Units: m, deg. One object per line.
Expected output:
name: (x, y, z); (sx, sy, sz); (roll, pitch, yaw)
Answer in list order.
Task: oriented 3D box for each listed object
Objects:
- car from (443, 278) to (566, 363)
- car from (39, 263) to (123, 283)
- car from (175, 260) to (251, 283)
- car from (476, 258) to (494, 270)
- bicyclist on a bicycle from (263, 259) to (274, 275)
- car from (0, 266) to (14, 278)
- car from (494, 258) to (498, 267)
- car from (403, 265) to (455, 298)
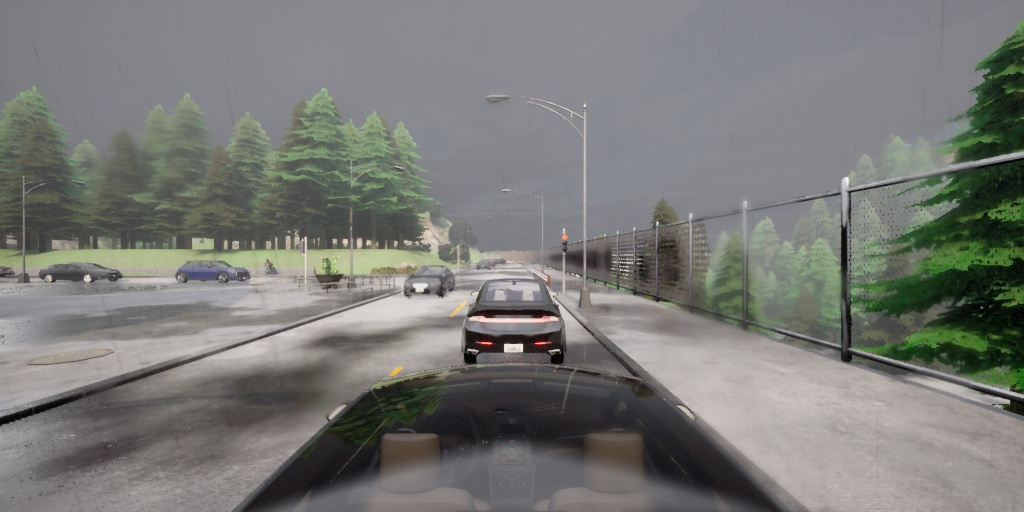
car: (0.048, 1.241, 8.081); (2.128, 1.511, 4.902); (0, 0, 1)
car: (-32.583, 1.255, 27.177); (4.892, 1.490, 1.837); (0, 0, 0)
car: (-22.527, 1.102, 27.167); (4.553, 1.767, 2.097); (0, 0, 0)
car: (-4.084, 1.255, 52.501); (1.837, 1.490, 4.892); (0, 0, 0)
bicyclist on a bicycle: (-24.148, 1.099, 35.566); (0.582, 1.620, 1.656); (0, 0, 0)
car: (-47.281, 1.297, 31.387); (5.357, 1.411, 2.033); (0, 0, 0)
car: (-4.045, 1.227, 64.435); (1.882, 1.535, 5.008); (0, 0, 0)
car: (-4.096, 1.241, 18.382); (2.128, 1.511, 4.902); (0, 0, 0)
